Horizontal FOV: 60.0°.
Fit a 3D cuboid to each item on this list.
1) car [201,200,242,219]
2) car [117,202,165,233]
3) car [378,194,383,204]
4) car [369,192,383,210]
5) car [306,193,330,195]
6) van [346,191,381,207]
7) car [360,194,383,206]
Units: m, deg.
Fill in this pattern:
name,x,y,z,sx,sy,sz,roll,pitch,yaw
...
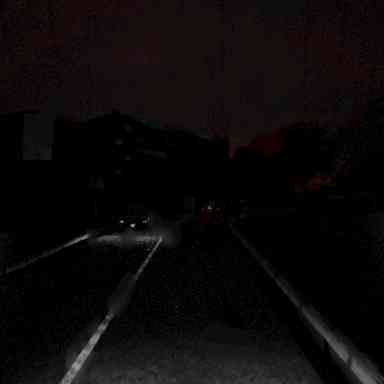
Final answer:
name,x,y,z,sx,sy,sz,roll,pitch,yaw
car,2.468,1.378,27.197,2.033,1.411,5.357,-1,-1,25
car,-2.685,1.345,18.422,1.837,1.490,4.892,-1,0,4
car,29.602,0.971,48.232,2.002,1.452,4.674,-3,-1,-11
car,21.327,0.885,34.009,2.435,2.045,5.566,-3,-1,-11
car,15.068,1.175,37.331,5.566,2.045,2.150,-1,-1,-15
van,24.146,1.019,47.009,1.878,1.987,4.442,-3,-1,-11
car,26.869,1.093,47.682,2.231,1.521,4.892,-3,-1,-11
